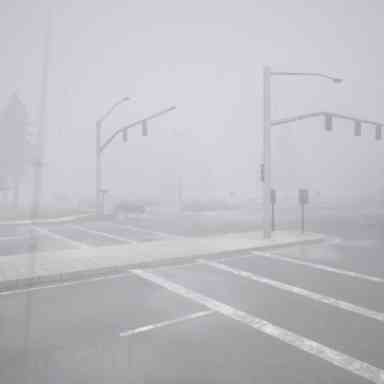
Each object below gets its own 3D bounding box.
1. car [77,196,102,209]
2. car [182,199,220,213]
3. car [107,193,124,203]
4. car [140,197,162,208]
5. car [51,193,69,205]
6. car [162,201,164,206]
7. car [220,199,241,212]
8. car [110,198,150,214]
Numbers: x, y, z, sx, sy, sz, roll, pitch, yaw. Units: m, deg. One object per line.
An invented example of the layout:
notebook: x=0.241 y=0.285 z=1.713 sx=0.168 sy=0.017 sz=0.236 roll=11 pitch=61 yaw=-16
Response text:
car: x=-14.711 y=1.505 z=46.791 sx=1.837 sy=1.490 sz=4.892 roll=0 pitch=0 yaw=-35
car: x=0.707 y=1.564 z=37.002 sx=1.994 sy=1.385 sz=4.181 roll=0 pitch=0 yaw=-35
car: x=-15.384 y=1.219 z=66.179 sx=2.150 sy=2.045 sz=5.566 roll=0 pitch=0 yaw=-35
car: x=-6.632 y=1.505 z=47.462 sx=1.837 sy=1.490 sz=4.892 roll=0 pitch=0 yaw=-35
car: x=-23.896 y=1.221 z=59.975 sx=2.150 sy=2.045 sz=5.566 roll=0 pitch=0 yaw=-34
car: x=-6.355 y=1.504 z=53.167 sx=1.837 sy=1.490 sz=4.892 roll=0 pitch=0 yaw=-35
car: x=3.395 y=1.547 z=39.262 sx=2.033 sy=1.411 sz=5.357 roll=0 pitch=0 yaw=-35
car: x=-6.655 y=1.601 z=35.266 sx=1.895 sy=1.301 sz=4.718 roll=0 pitch=0 yaw=-34
